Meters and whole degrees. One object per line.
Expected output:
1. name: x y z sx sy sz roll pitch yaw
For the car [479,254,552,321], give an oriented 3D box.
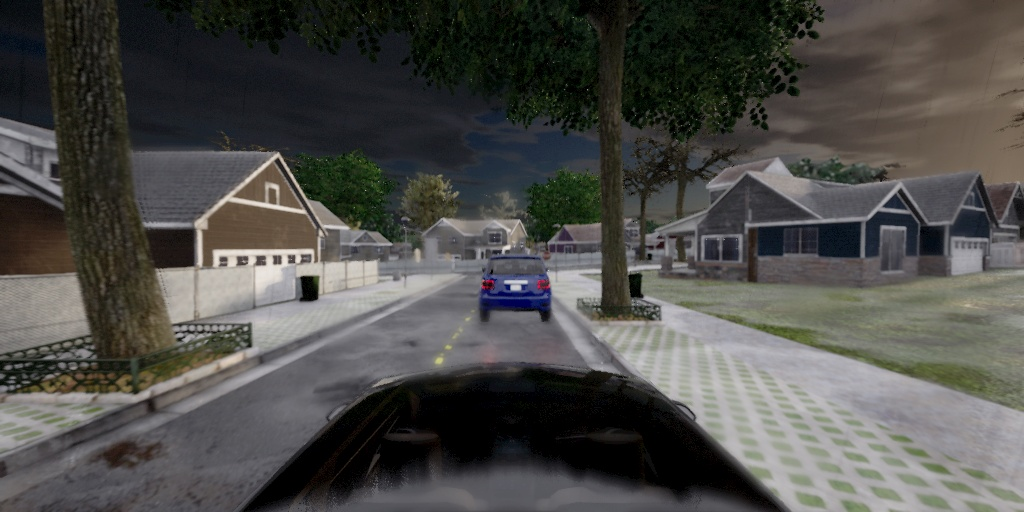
1. car: 0.103 0.937 12.462 2.150 2.045 5.566 0 0 0
